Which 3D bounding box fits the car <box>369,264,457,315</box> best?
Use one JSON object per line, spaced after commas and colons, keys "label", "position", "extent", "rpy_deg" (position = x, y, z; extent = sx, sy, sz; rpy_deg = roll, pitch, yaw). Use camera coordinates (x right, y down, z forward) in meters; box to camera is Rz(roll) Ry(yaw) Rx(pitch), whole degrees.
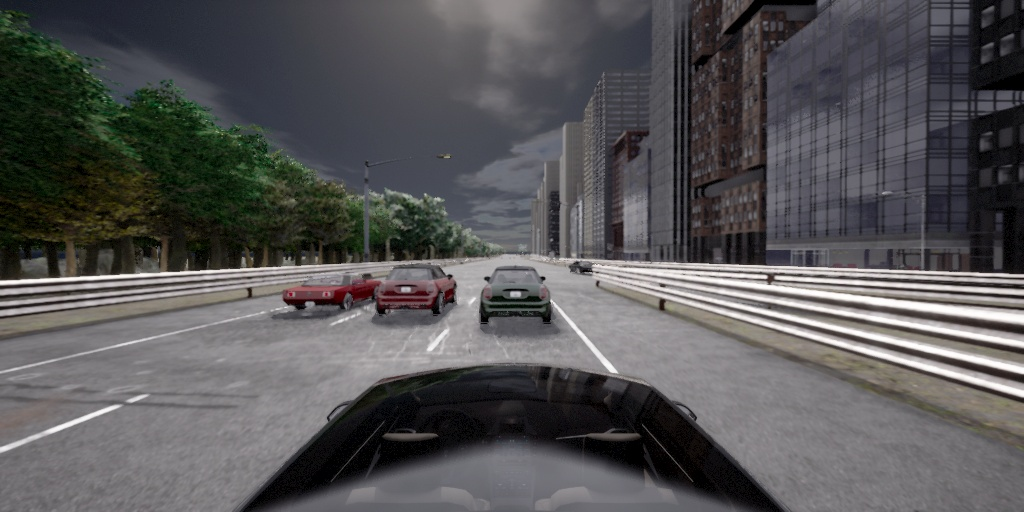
{"label": "car", "position": [-3.398, 1.095, 13.620], "extent": [2.097, 1.767, 4.553], "rpy_deg": [0, 0, 0]}

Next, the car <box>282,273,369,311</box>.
{"label": "car", "position": [-6.903, 1.343, 14.472], "extent": [1.895, 1.301, 4.718], "rpy_deg": [0, 0, 0]}

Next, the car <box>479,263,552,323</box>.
{"label": "car", "position": [0.102, 1.095, 12.188], "extent": [2.097, 1.767, 4.553], "rpy_deg": [0, 0, 0]}

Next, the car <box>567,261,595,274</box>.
{"label": "car", "position": [7.797, 1.276, 40.421], "extent": [1.837, 1.490, 4.892], "rpy_deg": [0, 0, -11]}
